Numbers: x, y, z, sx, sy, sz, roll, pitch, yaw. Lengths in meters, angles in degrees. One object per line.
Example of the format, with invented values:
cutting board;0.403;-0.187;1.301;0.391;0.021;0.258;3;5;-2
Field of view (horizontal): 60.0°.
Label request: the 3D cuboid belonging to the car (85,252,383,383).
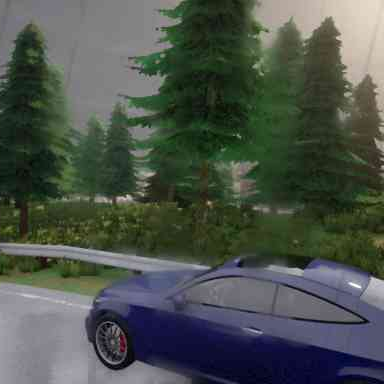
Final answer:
car;0.787;1.499;4.077;4.674;1.442;1.812;1;1;31
